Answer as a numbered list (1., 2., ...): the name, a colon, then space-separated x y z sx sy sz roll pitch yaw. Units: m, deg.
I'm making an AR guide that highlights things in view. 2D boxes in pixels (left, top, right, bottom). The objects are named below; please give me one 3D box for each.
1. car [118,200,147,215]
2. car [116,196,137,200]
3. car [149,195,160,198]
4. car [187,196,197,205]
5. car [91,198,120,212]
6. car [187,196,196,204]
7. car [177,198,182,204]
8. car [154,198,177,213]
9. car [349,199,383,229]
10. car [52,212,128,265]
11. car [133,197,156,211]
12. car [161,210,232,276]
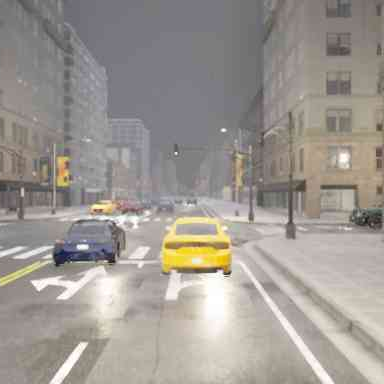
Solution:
1. car: -6.594 1.847 37.276 1.895 1.301 4.718 0 0 0
2. car: -9.813 1.532 47.321 2.150 2.045 5.566 0 0 0
3. car: -6.505 1.595 57.399 2.150 2.045 5.566 0 0 0
4. car: -0.005 1.787 67.513 2.097 1.767 4.553 0 0 0
5. car: -9.846 1.724 37.384 1.882 1.535 5.008 0 0 0
6. car: -0.007 1.852 79.383 2.097 1.767 4.553 0 0 0
7. car: -3.256 2.044 76.660 1.994 1.385 4.181 0 0 0
8. car: -3.154 1.791 40.236 1.812 1.442 4.674 0 0 0
9. car: 13.724 1.424 22.620 5.566 2.045 2.150 0 -1 0
10. car: -3.537 1.644 12.044 1.994 1.385 4.181 0 0 -7
11. car: -6.562 1.855 46.921 2.033 1.411 5.357 0 0 0
12. car: 0.148 1.548 10.633 1.882 1.535 5.008 0 0 1
